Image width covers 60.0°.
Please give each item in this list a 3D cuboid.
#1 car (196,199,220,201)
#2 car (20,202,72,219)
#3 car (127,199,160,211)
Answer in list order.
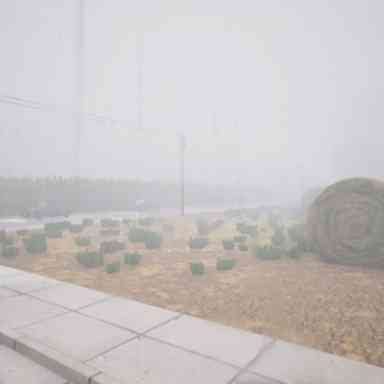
[{"bbox_3d":[2.562,1.217,52.312,2.033,1.411,5.357,0,0,33],"label":"car"},{"bbox_3d":[-12.602,1.588,28.934,1.994,1.385,4.181,0,0,33],"label":"car"},{"bbox_3d":[-5.675,1.550,39.643,1.812,1.442,4.674,0,0,33],"label":"car"}]
